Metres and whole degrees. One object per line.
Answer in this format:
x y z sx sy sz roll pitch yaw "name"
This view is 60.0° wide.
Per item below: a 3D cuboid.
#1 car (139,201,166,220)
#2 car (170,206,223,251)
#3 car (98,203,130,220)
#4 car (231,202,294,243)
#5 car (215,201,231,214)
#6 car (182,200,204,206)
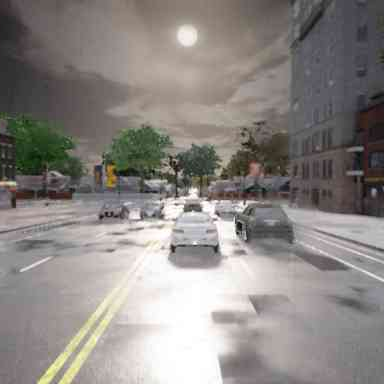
-3.343 1.544 28.815 2.128 1.511 4.902 0 0 0 "car"
0.099 1.537 13.961 1.812 1.442 4.674 0 0 0 "car"
-6.593 1.615 28.453 1.994 1.385 4.181 0 0 0 "car"
3.351 1.367 16.201 2.097 1.767 4.553 0 0 0 "car"
3.354 1.598 33.930 1.812 1.442 4.674 0 0 0 "car"
0.103 1.574 33.145 1.837 1.490 4.892 0 0 0 "car"
